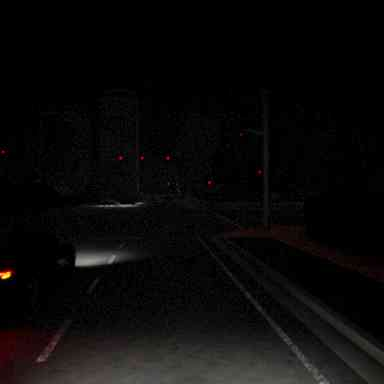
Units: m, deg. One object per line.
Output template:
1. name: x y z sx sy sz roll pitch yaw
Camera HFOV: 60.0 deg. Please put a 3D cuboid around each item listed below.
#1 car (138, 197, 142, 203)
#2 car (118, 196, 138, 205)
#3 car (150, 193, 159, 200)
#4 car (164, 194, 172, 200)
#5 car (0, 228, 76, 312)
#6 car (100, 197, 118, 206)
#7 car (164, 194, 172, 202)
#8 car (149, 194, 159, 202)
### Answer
1. car: -12.331 1.653 74.087 1.895 1.301 4.718 0 0 -4
2. car: -11.274 1.617 58.632 1.994 1.385 4.181 0 0 -4
3. car: -9.686 1.224 86.181 2.097 1.767 4.553 0 0 -4
4. car: -6.196 1.376 86.460 2.128 1.511 4.902 0 0 -4
5. car: -4.037 1.546 7.542 1.812 1.442 4.674 0 0 -5
6. car: -14.756 1.597 58.316 1.812 1.442 4.674 0 0 -4
7. car: -5.540 1.515 77.264 1.837 1.490 4.892 0 0 -4
8. car: -9.076 1.585 77.639 1.994 1.385 4.181 0 0 -4
